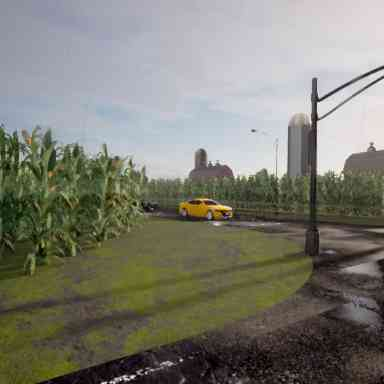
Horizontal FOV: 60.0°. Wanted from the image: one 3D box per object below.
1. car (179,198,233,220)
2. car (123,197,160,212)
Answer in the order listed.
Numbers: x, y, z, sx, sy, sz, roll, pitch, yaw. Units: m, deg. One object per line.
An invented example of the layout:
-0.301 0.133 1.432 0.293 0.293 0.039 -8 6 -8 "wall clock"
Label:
1.012 1.278 25.998 1.882 1.535 5.008 2 0 -38 "car"
-5.176 1.321 33.931 1.895 1.301 4.718 2 0 -38 "car"
